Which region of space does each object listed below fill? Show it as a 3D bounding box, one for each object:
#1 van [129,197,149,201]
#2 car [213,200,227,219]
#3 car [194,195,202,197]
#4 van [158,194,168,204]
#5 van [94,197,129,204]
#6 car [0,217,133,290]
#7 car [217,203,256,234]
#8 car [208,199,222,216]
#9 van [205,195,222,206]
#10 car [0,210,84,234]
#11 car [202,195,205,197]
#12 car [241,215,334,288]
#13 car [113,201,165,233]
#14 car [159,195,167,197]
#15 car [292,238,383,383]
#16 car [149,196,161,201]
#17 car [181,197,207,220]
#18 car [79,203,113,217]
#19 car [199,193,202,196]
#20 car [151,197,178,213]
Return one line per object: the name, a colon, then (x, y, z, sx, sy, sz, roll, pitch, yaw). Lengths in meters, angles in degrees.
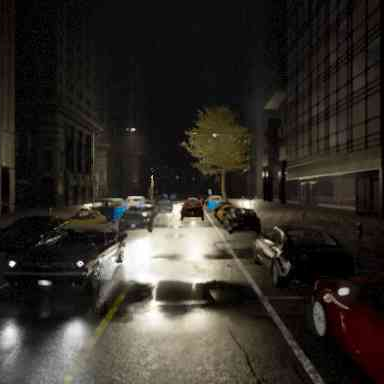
van: (-5.774, 1.353, 33.946, 1.690, 1.788, 3.998, 0, 0, 0)
car: (2.754, 1.532, 24.392, 1.752, 1.417, 4.829, 0, 0, 0)
car: (0.079, 1.545, 46.256, 1.812, 1.442, 4.674, 0, 0, 0)
van: (-5.783, 1.379, 66.425, 1.690, 1.788, 3.998, 0, 0, 0)
van: (-5.771, 1.347, 23.119, 1.690, 1.788, 3.998, 0, 0, 0)
car: (-3.092, 1.603, 9.195, 1.895, 1.301, 4.718, 0, 0, 0)
car: (2.756, 1.556, 18.933, 2.008, 1.369, 4.403, 0, 0, 0)
car: (2.753, 1.575, 29.512, 1.947, 1.339, 4.313, 0, 0, 0)
van: (2.749, 1.357, 40.090, 1.690, 1.788, 3.998, 0, 0, 0)
car: (-5.767, 1.568, 12.293, 1.947, 1.339, 4.313, 0, 0, 0)
car: (2.747, 1.574, 50.667, 2.008, 1.369, 4.403, 0, 0, 0)
car: (2.759, 1.553, 9.061, 2.008, 1.369, 4.403, 0, 0, 0)
car: (-3.059, 1.497, 19.923, 2.128, 1.511, 4.902, 0, 0, 0)
car: (-5.780, 1.572, 55.599, 1.887, 1.381, 4.507, 0, 0, 0)
car: (2.760, 1.546, 3.617, 1.887, 1.381, 4.507, 0, 0, 0)
car: (-5.777, 1.569, 44.772, 2.008, 1.369, 4.403, 0, 0, 0)
car: (0.052, 1.486, 28.175, 1.882, 1.535, 5.008, 0, 0, 0)
car: (-5.769, 1.529, 17.536, 1.752, 1.417, 4.829, 0, 0, 0)
car: (2.745, 1.343, 55.957, 2.192, 1.841, 5.009, 0, 0, 0)
car: (-3.032, 1.561, 37.287, 2.033, 1.411, 5.357, 0, 0, 0)
